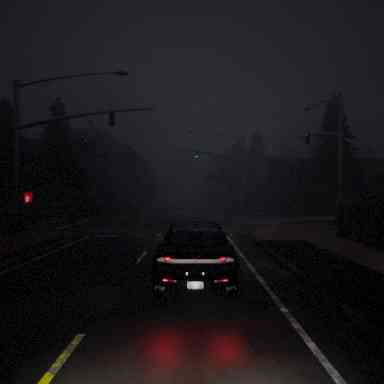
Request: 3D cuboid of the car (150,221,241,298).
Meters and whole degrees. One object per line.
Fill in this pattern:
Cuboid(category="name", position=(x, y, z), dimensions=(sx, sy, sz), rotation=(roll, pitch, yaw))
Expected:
Cuboid(category="car", position=(0.080, 1.492, 8.531), dimensions=(2.128, 1.511, 4.902), rotation=(0, 0, 0))

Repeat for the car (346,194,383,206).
Cuboid(category="car", position=(15.864, 1.202, 28.885), dimensions=(5.566, 2.045, 2.150), rotation=(0, 0, -8))
